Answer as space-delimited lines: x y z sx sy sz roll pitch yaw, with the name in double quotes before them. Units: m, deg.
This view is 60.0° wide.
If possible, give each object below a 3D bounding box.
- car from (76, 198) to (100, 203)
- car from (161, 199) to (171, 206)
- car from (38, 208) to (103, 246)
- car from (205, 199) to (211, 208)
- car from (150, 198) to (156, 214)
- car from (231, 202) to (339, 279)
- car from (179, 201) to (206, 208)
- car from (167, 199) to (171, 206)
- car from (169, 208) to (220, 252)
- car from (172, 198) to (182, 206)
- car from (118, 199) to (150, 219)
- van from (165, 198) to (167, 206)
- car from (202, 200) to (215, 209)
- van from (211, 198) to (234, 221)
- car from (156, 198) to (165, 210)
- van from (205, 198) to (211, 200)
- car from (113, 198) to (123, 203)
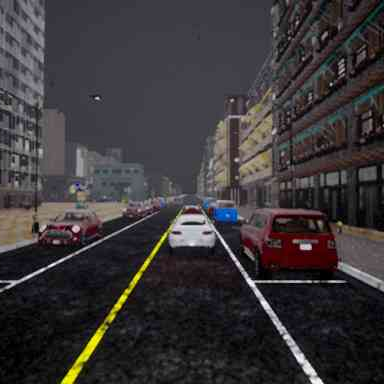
"car" -26.351 2.202 84.145 4.097 1.590 1.967 0 -1 1
"car" -5.624 2.165 72.371 1.887 1.381 4.507 1 0 0
"car" -5.677 1.589 15.915 1.967 1.590 4.097 1 -1 0
"car" 2.713 1.892 38.528 1.887 1.381 4.507 1 0 0
"car" -5.633 1.788 38.499 1.967 1.590 4.097 1 0 0
"car" 2.707 1.412 10.298 2.192 1.841 5.009 1 -1 0
"car" 0.014 1.794 29.374 1.812 1.442 4.674 0 0 0
"car" -5.624 2.016 66.726 1.967 1.590 4.097 1 0 0
"car" 0.010 1.660 14.376 1.812 1.442 4.674 0 0 0
"car" -2.984 1.940 68.044 2.097 1.767 4.553 0 0 0
"car" -5.641 1.739 32.852 1.967 1.590 4.097 1 -1 0
"van" -5.627 1.828 55.436 1.690 1.788 3.998 1 0 0
"car" 2.718 2.053 55.464 1.947 1.339 4.313 1 0 0
"van" 2.712 1.591 27.236 1.690 1.788 3.998 1 -1 0
"car" -5.631 1.986 49.788 1.887 1.381 4.507 1 0 0
"van" 2.719 1.782 49.821 1.690 1.788 3.998 1 0 0
"car" -19.689 2.472 92.687 4.403 1.369 2.008 0 -1 1
